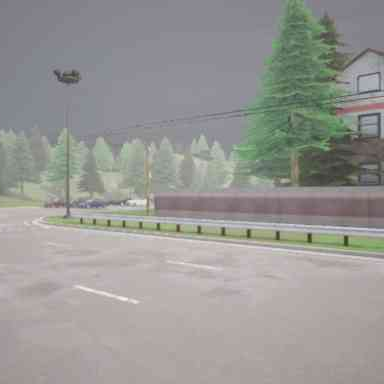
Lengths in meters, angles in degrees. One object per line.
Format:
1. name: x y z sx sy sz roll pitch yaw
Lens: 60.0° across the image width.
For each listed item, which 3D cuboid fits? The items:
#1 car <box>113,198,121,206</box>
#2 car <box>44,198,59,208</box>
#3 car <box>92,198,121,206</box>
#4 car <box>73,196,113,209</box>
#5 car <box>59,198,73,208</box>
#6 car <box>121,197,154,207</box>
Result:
1. car: -11.448 1.616 57.235 1.882 1.535 5.008 0 0 36
2. car: -20.301 1.676 50.964 1.812 1.442 4.674 0 0 36
3. car: -14.961 1.750 58.342 1.895 1.301 4.718 0 0 36
4. car: -14.070 1.653 47.637 1.812 1.442 4.674 0 0 36
5. car: -16.830 1.490 49.790 2.097 1.767 4.553 0 0 36
6. car: -8.880 1.652 54.832 1.812 1.442 4.674 0 0 36
